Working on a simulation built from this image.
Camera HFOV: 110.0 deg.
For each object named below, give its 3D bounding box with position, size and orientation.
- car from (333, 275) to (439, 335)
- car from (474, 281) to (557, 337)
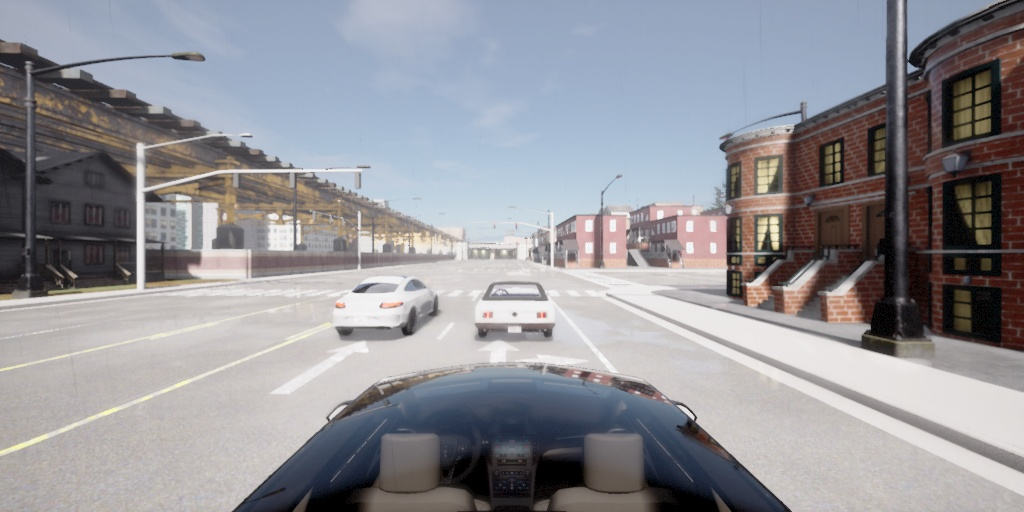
[{"bbox_3d":[-3.396,1.270,10.331,1.812,1.442,4.674,0,0,0],"label":"car"},{"bbox_3d":[0.106,1.345,10.223,1.895,1.301,4.718,0,0,1],"label":"car"}]
